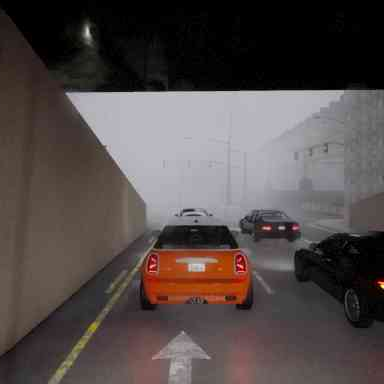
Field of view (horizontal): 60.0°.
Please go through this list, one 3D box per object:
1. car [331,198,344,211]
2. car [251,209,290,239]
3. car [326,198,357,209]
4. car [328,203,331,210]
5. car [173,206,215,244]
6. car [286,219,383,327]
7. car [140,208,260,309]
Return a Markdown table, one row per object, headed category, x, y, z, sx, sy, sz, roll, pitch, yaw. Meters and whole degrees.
| category | x | y | z | sx | sy | sz | roll | pitch | yaw |
| --- | --- | --- | --- | --- | --- | --- | --- | --- | --- |
| car | 17.424 | 1.453 | 34.254 | 2.038 | 1.542 | 4.974 | 0 | 0 | -35 |
| car | 3.628 | 1.547 | 16.362 | 2.033 | 1.411 | 5.357 | 0 | 0 | -3 |
| car | 17.563 | 1.295 | 38.898 | 1.853 | 1.218 | 4.536 | 0 | 0 | 45 |
| car | 17.527 | 1.453 | 38.861 | 2.038 | 1.542 | 4.974 | 0 | 0 | 45 |
| car | 0.095 | 1.526 | 16.691 | 1.812 | 1.442 | 4.674 | 0 | 0 | 0 |
| car | 3.585 | 1.526 | 6.870 | 1.812 | 1.442 | 4.674 | 0 | 0 | 0 |
| car | 0.087 | 1.352 | 8.013 | 2.097 | 1.767 | 4.553 | 0 | 0 | 0 |
